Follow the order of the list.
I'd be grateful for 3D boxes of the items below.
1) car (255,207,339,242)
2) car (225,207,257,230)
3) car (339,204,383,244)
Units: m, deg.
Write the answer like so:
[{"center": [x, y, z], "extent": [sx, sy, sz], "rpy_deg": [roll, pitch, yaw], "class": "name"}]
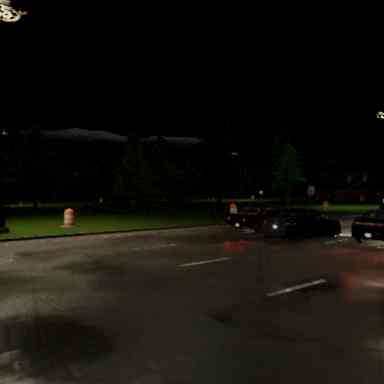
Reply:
[{"center": [5.378, 1.536, 16.180], "extent": [4.181, 1.385, 1.994], "rpy_deg": [0, 0, -35], "class": "car"}, {"center": [4.377, 1.570, 20.093], "extent": [4.718, 1.301, 1.895], "rpy_deg": [0, 0, -35], "class": "car"}, {"center": [8.811, 1.460, 14.329], "extent": [4.902, 1.511, 2.128], "rpy_deg": [0, 0, -35], "class": "car"}]
